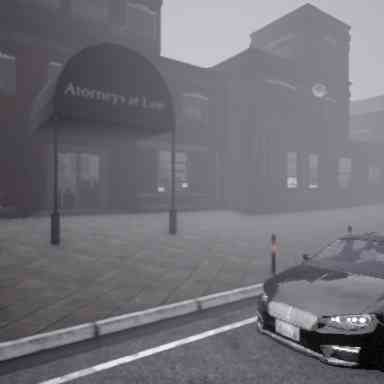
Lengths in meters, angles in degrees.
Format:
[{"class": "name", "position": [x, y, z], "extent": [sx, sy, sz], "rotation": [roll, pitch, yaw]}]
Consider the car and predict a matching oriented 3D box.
[{"class": "car", "position": [3.213, 1.492, 5.652], "extent": [4.902, 1.511, 2.128], "rotation": [0, 0, -35]}]
